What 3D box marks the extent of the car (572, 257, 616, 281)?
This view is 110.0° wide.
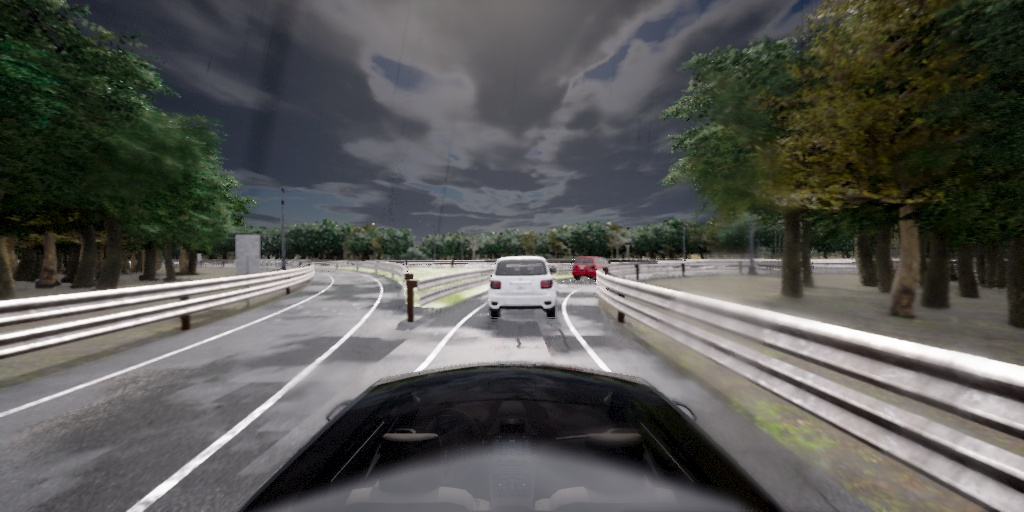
[{"bbox_3d":[7.141,1.091,31.010,2.150,2.045,5.566,-1,-1,34],"label":"car"}]

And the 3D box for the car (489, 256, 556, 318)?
[{"bbox_3d":[0.471,1.035,13.401,2.150,2.045,5.566,-1,0,5],"label":"car"}]
